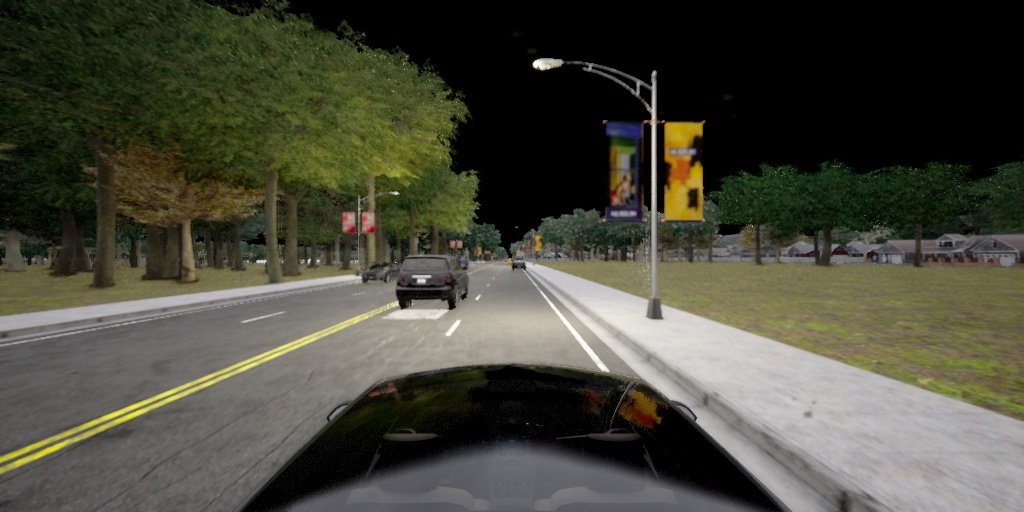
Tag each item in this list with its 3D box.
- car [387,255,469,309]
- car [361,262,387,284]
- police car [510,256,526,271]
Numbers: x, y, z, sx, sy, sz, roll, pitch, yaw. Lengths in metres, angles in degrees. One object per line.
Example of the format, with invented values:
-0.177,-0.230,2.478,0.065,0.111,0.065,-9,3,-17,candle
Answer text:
-3.150,0.970,15.158,2.150,2.045,5.566,0,0,0,car
-9.847,1.257,27.465,1.837,1.490,4.892,0,0,0,car
0.971,1.198,49.964,1.930,1.638,5.238,0,0,0,police car
